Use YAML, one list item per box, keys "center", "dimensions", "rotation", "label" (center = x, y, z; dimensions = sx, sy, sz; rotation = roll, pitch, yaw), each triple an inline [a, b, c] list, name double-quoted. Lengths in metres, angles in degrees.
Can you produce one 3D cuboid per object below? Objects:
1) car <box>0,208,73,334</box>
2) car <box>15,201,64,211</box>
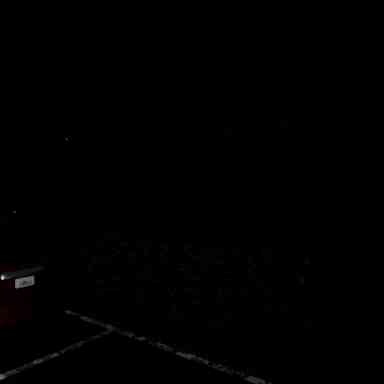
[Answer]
- center: [-4.212, 1.316, 5.967]
  dimensions: [5.009, 1.841, 2.192]
  rotation: [0, -1, 36]
  label: "car"
- center: [-15.437, 1.680, 33.669]
  dimensions: [2.128, 1.511, 4.902]
  rotation: [-1, -1, 37]
  label: "car"
